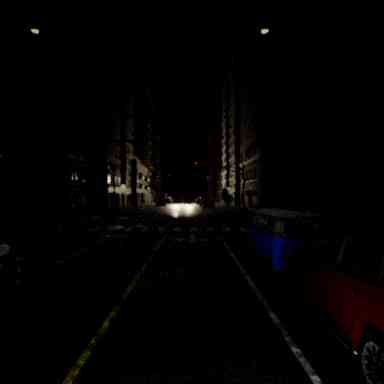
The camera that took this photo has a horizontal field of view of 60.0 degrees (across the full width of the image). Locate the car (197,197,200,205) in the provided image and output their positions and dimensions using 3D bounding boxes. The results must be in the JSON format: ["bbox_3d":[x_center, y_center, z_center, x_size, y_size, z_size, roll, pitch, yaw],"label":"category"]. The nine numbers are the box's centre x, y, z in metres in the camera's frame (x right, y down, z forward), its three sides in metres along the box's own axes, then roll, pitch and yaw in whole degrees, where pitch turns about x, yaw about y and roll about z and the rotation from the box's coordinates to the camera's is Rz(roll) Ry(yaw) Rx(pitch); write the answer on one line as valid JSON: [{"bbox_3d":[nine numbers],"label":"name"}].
[{"bbox_3d":[2.410,2.194,65.539,1.802,1.307,4.206,0,-1,-1],"label":"car"}]

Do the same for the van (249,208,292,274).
[{"bbox_3d":[2.872,1.433,10.345,1.690,1.788,3.998,0,-1,0],"label":"van"}]

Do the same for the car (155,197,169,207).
[{"bbox_3d":[-6.113,2.050,65.372,1.967,1.590,4.097,0,-1,-1],"label":"car"}]

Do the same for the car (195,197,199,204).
[{"bbox_3d":[2.176,2.310,76.842,1.802,1.307,4.206,0,-1,-1],"label":"car"}]

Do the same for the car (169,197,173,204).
[{"bbox_3d":[-6.465,2.109,82.335,2.192,1.841,5.009,0,-1,-1],"label":"car"}]

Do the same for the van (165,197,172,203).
[{"bbox_3d":[-6.699,2.276,93.645,1.690,1.788,3.998,0,-1,-1],"label":"van"}]

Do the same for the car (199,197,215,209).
[{"bbox_3d":[2.644,1.941,54.233,1.967,1.590,4.097,0,-1,-1],"label":"car"}]

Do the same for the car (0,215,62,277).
[{"bbox_3d":[-5.654,1.532,10.350,1.967,1.590,4.097,0,-1,0],"label":"car"}]

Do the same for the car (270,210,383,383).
[{"bbox_3d":[2.865,1.359,4.822,2.192,1.841,5.009,0,-1,0],"label":"car"}]
